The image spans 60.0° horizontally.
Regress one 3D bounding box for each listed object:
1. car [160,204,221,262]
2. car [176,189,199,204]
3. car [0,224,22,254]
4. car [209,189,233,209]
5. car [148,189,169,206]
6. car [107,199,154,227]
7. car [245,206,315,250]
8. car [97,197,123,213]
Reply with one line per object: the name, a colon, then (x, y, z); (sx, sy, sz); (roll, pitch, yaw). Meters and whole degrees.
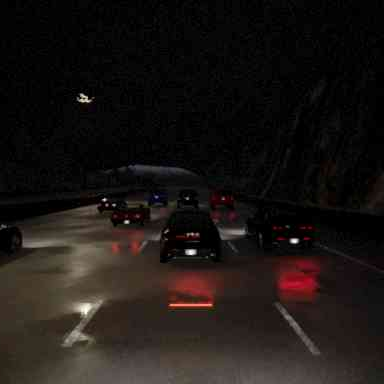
car: (-0.072, 1.390, 11.656); (1.837, 1.490, 4.892); (0, 1, -1)
car: (-0.479, 0.718, 35.502); (2.150, 2.045, 5.566); (0, 1, -1)
car: (-7.047, 1.430, 10.122); (1.837, 1.490, 4.892); (0, 1, -1)
car: (3.027, 0.714, 35.198); (2.150, 2.045, 5.566); (0, 1, -1)
car: (-4.060, 0.626, 40.281); (2.150, 2.045, 5.566); (0, 2, -1)
car: (-3.731, 1.369, 21.027); (1.895, 1.301, 4.718); (0, 1, -1)
car: (3.396, 1.356, 13.579); (1.837, 1.490, 4.892); (0, 1, -1)
car: (-7.406, 1.147, 31.261); (2.033, 1.411, 5.357); (0, 1, -1)
